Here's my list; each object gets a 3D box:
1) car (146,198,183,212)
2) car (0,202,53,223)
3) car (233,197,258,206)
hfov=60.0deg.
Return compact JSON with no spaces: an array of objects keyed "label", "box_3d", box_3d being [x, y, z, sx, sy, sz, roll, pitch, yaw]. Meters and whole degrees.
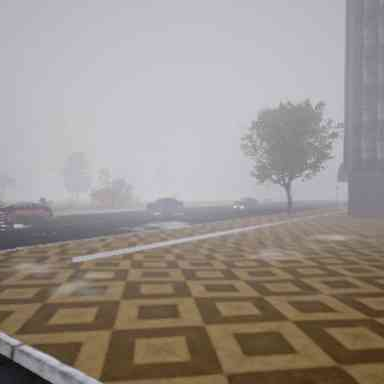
[{"label":"car","box_3d":[-3.073,1.379,37.842,1.882,1.535,5.008,1,1,38]},{"label":"car","box_3d":[-12.875,1.484,25.386,1.994,1.385,4.181,1,1,38]},{"label":"car","box_3d":[8.577,1.482,52.499,2.033,1.411,5.357,1,1,38]}]
